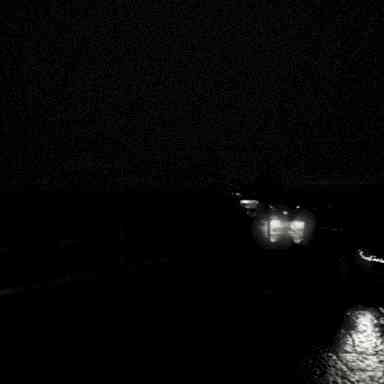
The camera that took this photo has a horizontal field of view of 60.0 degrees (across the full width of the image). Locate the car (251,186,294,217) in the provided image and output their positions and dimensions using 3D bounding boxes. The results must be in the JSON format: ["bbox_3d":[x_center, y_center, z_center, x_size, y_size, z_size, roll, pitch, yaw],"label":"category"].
[{"bbox_3d":[5.004,0.577,19.785,2.033,1.411,5.357,0,3,4],"label":"car"}]

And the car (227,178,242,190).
[{"bbox_3d":[6.490,-1.073,49.702,2.150,2.045,5.566,0,2,1],"label":"car"}]

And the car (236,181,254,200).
[{"bbox_3d":[5.856,-0.083,33.711,1.837,1.490,4.892,0,3,3],"label":"car"}]

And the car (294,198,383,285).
[{"bbox_3d":[4.136,1.045,8.272,1.837,1.490,4.892,0,3,4],"label":"car"}]
